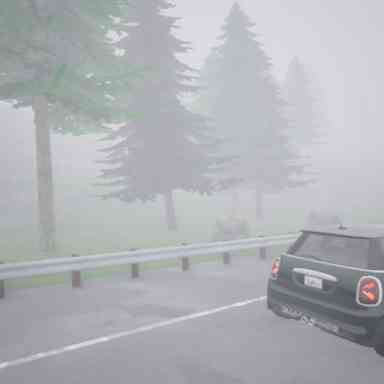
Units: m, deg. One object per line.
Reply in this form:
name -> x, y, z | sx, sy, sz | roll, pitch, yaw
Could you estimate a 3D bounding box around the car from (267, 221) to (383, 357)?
car -> 3.541, 1.347, 6.089 | 4.553, 1.767, 2.097 | 0, 0, -34
